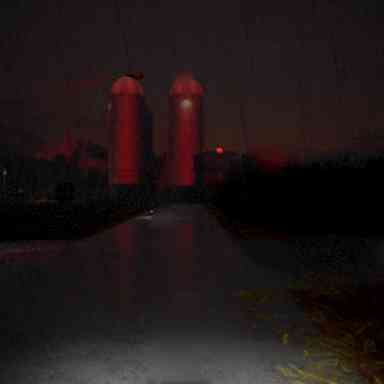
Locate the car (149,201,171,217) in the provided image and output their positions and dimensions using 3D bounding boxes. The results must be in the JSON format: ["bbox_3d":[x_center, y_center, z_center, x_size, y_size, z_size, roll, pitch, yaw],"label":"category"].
[{"bbox_3d":[-3.119,1.667,33.346,1.837,1.490,4.892,0,2,0],"label":"car"}]
